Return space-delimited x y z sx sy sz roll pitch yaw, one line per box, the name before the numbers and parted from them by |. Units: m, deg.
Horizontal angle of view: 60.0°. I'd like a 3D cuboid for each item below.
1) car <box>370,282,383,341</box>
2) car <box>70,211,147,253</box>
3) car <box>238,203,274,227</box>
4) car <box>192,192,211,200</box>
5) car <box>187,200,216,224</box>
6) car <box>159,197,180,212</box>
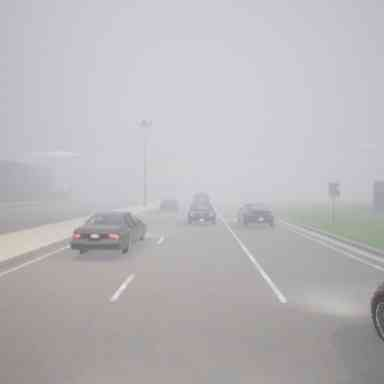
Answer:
car | 3.715 1.518 3.311 1.812 1.442 4.674 0 0 0
car | -3.092 1.480 13.340 2.033 1.411 5.357 0 0 2
car | 4.146 1.435 21.927 1.812 1.442 4.674 0 0 2
car | 1.197 1.036 41.949 2.150 2.045 5.566 0 0 2
car | 0.686 1.496 23.480 1.895 1.301 4.718 0 0 2
car | -2.450 1.320 36.713 2.128 1.511 4.902 0 0 2
